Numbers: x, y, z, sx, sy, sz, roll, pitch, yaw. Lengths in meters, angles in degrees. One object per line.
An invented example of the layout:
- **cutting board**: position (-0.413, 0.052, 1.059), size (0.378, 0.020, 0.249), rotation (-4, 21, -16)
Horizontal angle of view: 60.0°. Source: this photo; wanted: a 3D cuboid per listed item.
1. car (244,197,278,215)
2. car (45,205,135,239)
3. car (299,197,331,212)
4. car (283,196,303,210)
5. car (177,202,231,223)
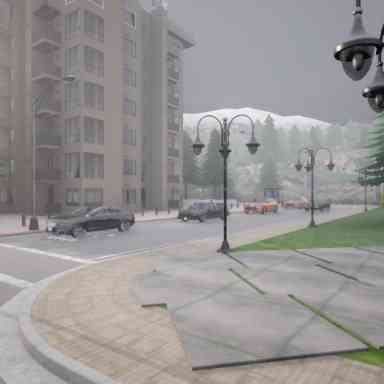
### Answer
- **car**: position (7.150, 1.337, 34.398), size (2.097, 1.767, 4.553), rotation (0, 0, 37)
- **car**: position (-5.194, 1.477, 17.584), size (2.128, 1.511, 4.902), rotation (0, 0, 37)
- **car**: position (14.396, 1.532, 38.080), size (2.033, 1.411, 5.357), rotation (0, 0, 35)
- **car**: position (13.501, 1.338, 43.049), size (2.097, 1.767, 4.553), rotation (0, 0, 37)
- **car**: position (1.069, 1.532, 26.105), size (2.033, 1.411, 5.357), rotation (0, 0, 35)
